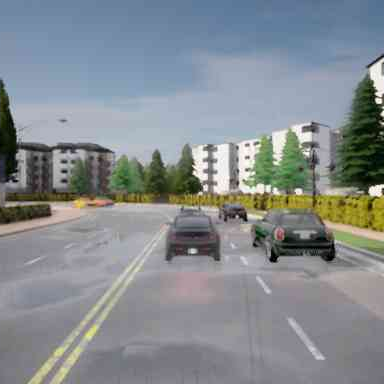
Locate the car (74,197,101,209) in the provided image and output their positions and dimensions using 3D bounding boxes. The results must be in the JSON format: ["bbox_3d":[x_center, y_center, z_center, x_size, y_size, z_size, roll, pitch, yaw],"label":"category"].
[{"bbox_3d":[-16.344,1.692,50.826,1.882,1.535,5.008,1,-1,-41],"label":"car"}]

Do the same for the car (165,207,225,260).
[{"bbox_3d":[0.045,1.560,12.613,1.837,1.490,4.892,0,0,0],"label":"car"}]

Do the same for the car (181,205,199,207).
[{"bbox_3d":[-0.152,1.715,26.971,1.895,1.301,4.718,0,0,-3],"label":"car"}]

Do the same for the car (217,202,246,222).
[{"bbox_3d":[3.297,1.623,27.604,1.837,1.490,4.892,0,0,-3],"label":"car"}]

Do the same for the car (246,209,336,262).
[{"bbox_3d":[3.545,1.405,12.494,2.097,1.767,4.553,0,0,1],"label":"car"}]

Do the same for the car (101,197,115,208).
[{"bbox_3d":[-14.265,1.579,53.763,2.097,1.767,4.553,0,0,-41],"label":"car"}]
